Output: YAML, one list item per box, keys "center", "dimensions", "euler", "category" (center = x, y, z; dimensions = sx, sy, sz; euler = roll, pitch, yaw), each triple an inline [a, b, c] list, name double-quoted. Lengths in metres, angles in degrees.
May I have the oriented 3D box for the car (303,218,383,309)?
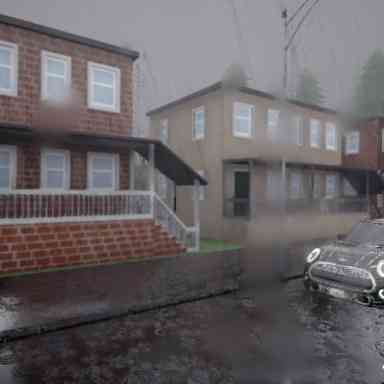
- center: [4.720, 1.426, 7.891]
  dimensions: [4.553, 1.767, 2.097]
  euler: [1, 0, -35]
  category: "car"
